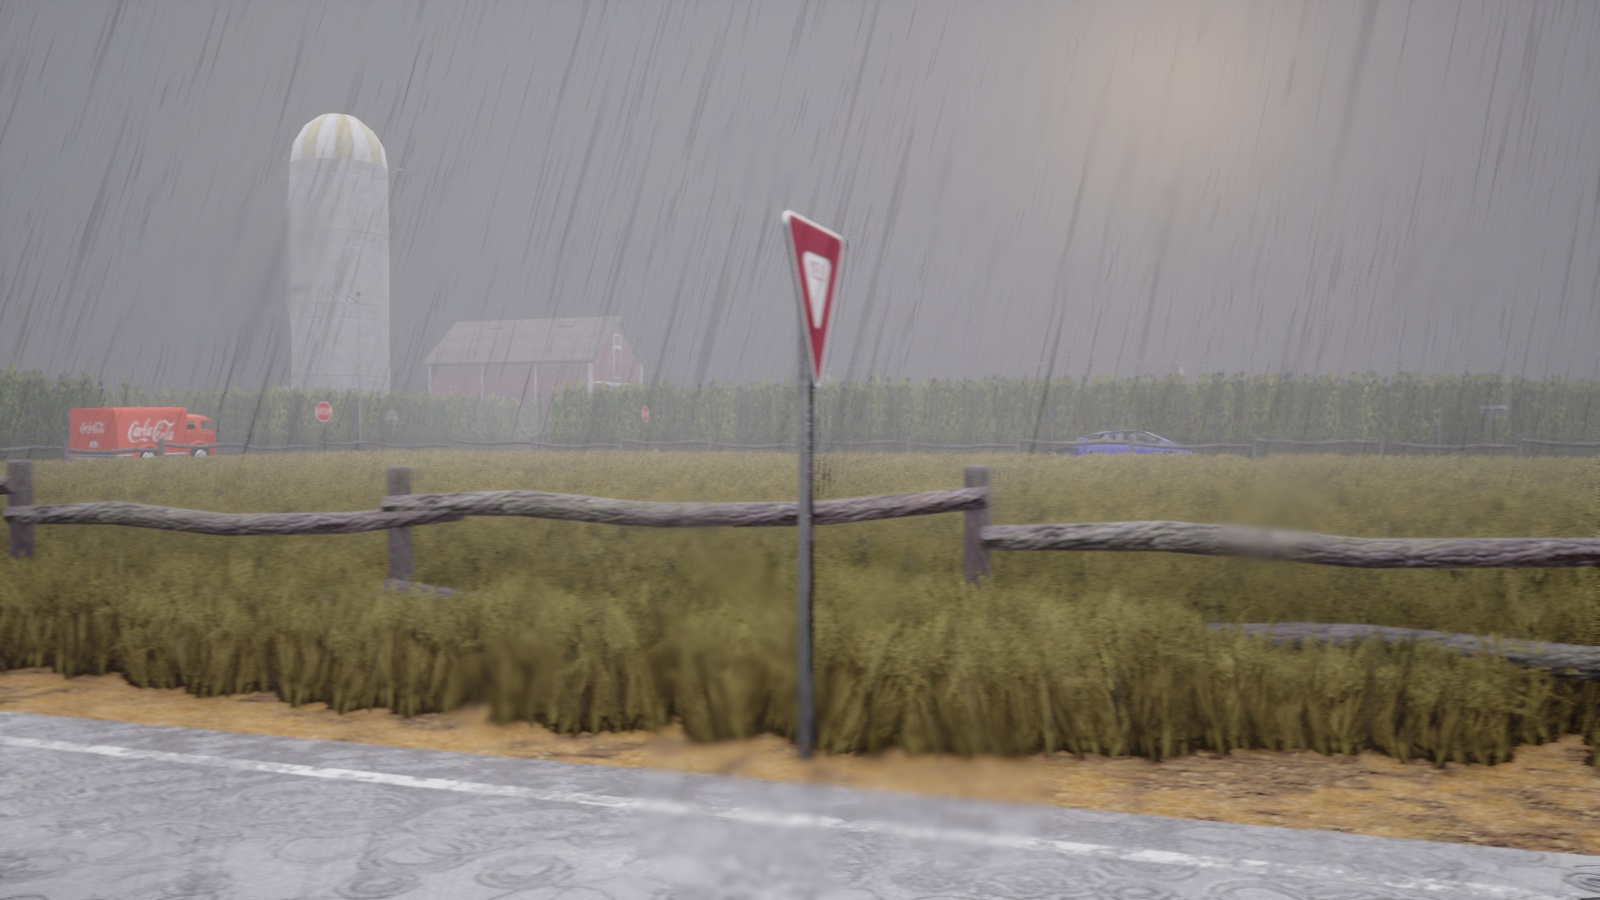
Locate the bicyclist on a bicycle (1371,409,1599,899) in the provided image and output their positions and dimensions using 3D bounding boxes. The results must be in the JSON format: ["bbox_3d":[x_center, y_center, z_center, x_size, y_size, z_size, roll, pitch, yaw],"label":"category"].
[{"bbox_3d":[2.019,0.731,2.511,1.509,1.612,0.866,0,1,19],"label":"bicyclist on a bicycle"}]

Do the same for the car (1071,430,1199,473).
[{"bbox_3d":[12.651,0.043,47.385,4.514,1.525,2.007,1,1,19],"label":"car"}]

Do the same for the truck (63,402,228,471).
[{"bbox_3d":[-24.884,-0.586,48.004,2.627,2.467,5.204,1,2,19],"label":"truck"}]

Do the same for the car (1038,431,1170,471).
[{"bbox_3d":[12.297,0.013,50.779,5.008,1.535,1.882,1,1,19],"label":"car"}]
